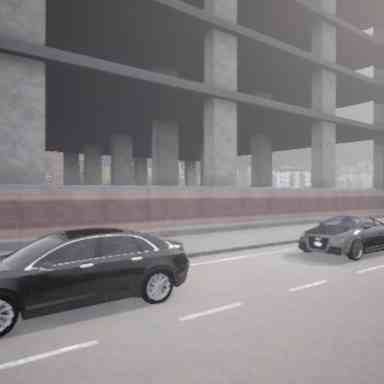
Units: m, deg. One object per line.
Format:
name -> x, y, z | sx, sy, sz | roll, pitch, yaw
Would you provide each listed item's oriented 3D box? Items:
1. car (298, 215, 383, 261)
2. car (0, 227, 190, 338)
car -> 5.896, 1.585, 12.476 | 4.181, 1.385, 1.994 | 0, 0, -36
car -> -2.322, 1.509, 6.619 | 4.892, 1.490, 1.837 | 0, 0, -35
